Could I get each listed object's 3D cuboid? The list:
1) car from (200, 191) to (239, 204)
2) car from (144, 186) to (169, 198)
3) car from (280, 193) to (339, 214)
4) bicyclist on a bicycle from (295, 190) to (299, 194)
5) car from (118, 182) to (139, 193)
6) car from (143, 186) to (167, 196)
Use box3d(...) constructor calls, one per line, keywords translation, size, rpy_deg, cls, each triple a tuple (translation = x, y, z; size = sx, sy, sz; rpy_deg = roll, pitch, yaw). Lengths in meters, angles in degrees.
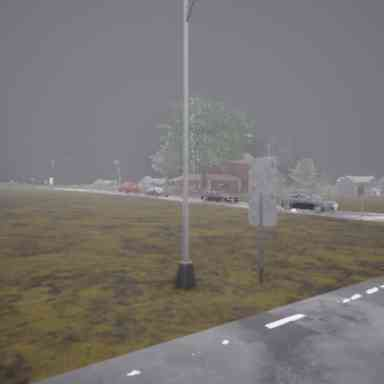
box3d(translation=(3.016, 0.586, 36.353), size=(1.895, 1.301, 4.718), rpy_deg=(0, 2, -36), cls="car")
box3d(translation=(-5.041, 0.013, 47.665), size=(1.812, 1.442, 4.674), rpy_deg=(0, 2, -35), cls="car")
box3d(translation=(9.521, 0.891, 27.257), size=(2.128, 1.511, 4.902), rpy_deg=(0, 2, -36), cls="car")
box3d(translation=(11.134, 0.658, 35.292), size=(1.656, 1.620, 0.582), rpy_deg=(0, 2, -36), cls="bicyclist on a bicycle")
box3d(translation=(-11.810, -0.824, 61.987), size=(2.150, 2.045, 5.566), rpy_deg=(0, 2, -36), cls="car")
box3d(translation=(-6.128, -0.192, 54.135), size=(1.812, 1.442, 4.674), rpy_deg=(0, 2, -35), cls="car")
